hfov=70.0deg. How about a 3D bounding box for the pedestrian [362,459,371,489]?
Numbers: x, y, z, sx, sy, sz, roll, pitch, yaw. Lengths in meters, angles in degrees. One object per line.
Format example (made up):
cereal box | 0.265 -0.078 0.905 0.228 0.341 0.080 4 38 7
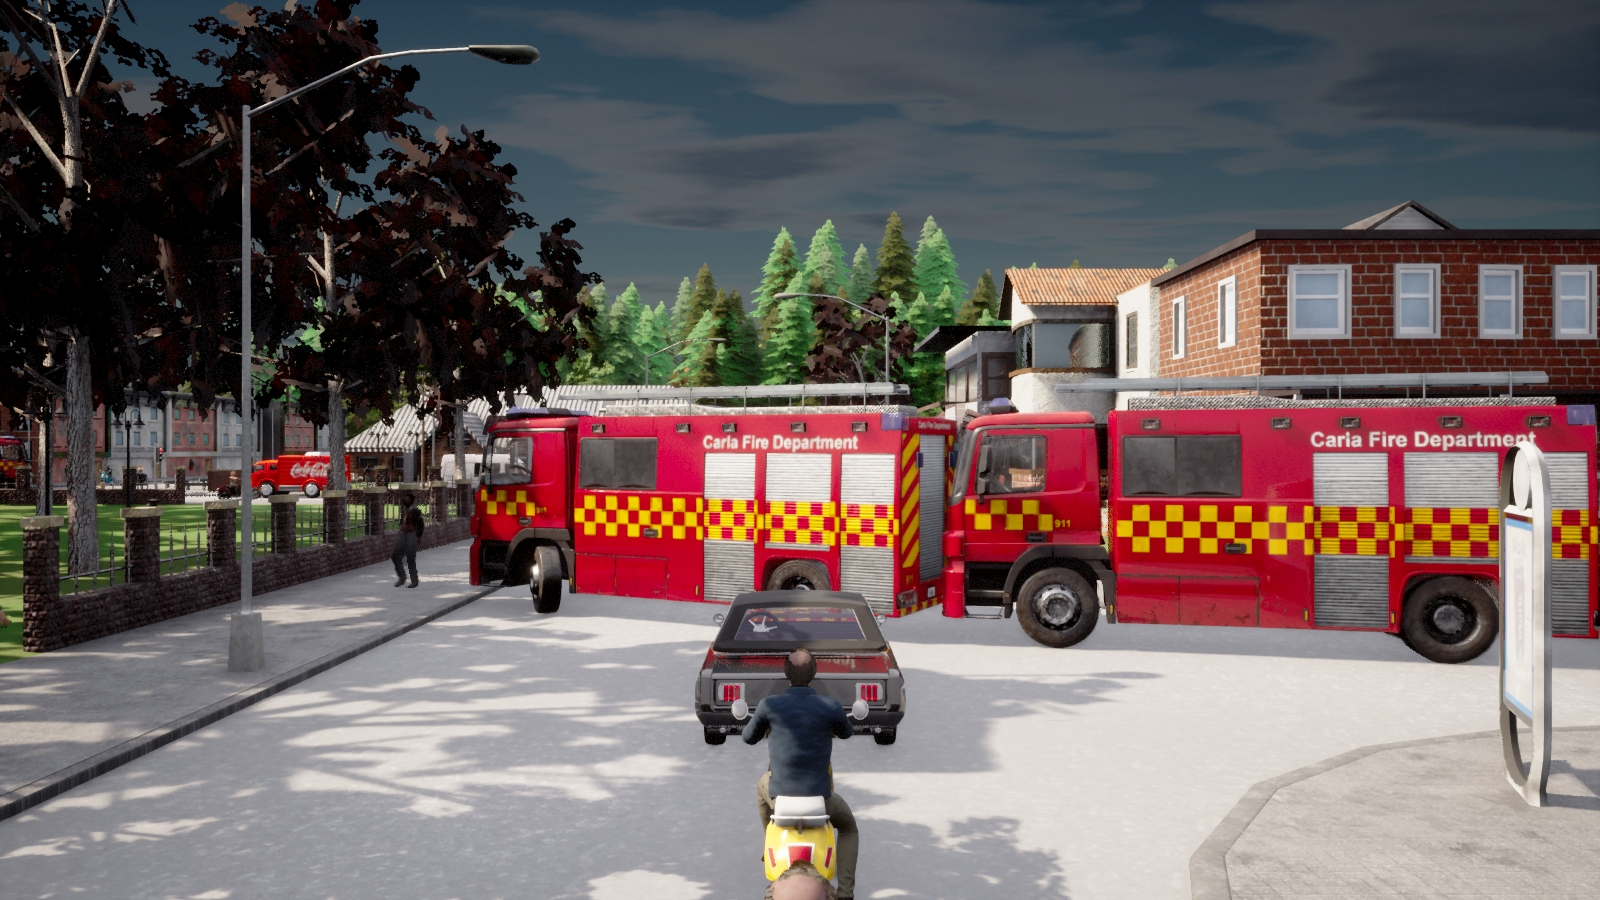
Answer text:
pedestrian | -27.240 1.495 71.777 0.375 1.860 0.375 0 0 6

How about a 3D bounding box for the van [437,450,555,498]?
van | -16.613 1.289 62.612 5.915 2.561 1.988 0 0 0

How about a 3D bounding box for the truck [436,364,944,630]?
truck | -2.040 0.664 19.657 8.468 3.827 2.891 0 0 27

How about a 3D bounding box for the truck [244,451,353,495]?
truck | -29.165 1.318 66.623 5.204 2.467 2.627 0 0 0

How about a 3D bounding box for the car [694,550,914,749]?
car | 0.033 1.930 12.217 1.895 1.301 4.718 0 0 0

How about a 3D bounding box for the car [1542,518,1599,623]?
car | 14.335 1.835 17.290 4.792 1.488 2.163 0 0 0

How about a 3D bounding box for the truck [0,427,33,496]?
truck | -46.820 0.645 61.726 2.891 3.827 8.468 0 0 33

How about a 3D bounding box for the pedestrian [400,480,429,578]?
pedestrian | -7.470 1.516 22.160 0.375 1.860 0.375 0 0 26

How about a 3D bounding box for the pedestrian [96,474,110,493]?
pedestrian | -40.991 1.981 67.169 0.500 1.100 0.500 0 0 3

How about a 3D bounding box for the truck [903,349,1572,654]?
truck | 5.944 0.661 16.795 8.468 3.827 2.891 0 0 14

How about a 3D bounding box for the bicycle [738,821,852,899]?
bicycle | -0.015 1.938 3.086 0.329 1.271 1.835 0 0 0
